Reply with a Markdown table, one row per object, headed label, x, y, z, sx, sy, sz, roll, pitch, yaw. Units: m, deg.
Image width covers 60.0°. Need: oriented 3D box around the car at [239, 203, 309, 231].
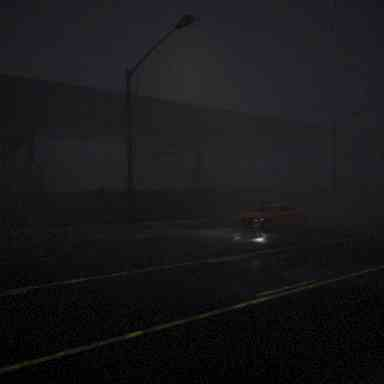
| label | x | y | z | sx | sy | sz | roll | pitch | yaw |
| --- | --- | --- | --- | --- | --- | --- | --- | --- | --- |
| car | 5.109 | 1.463 | 20.512 | 5.008 | 1.535 | 1.882 | 0 | 0 | -35 |
